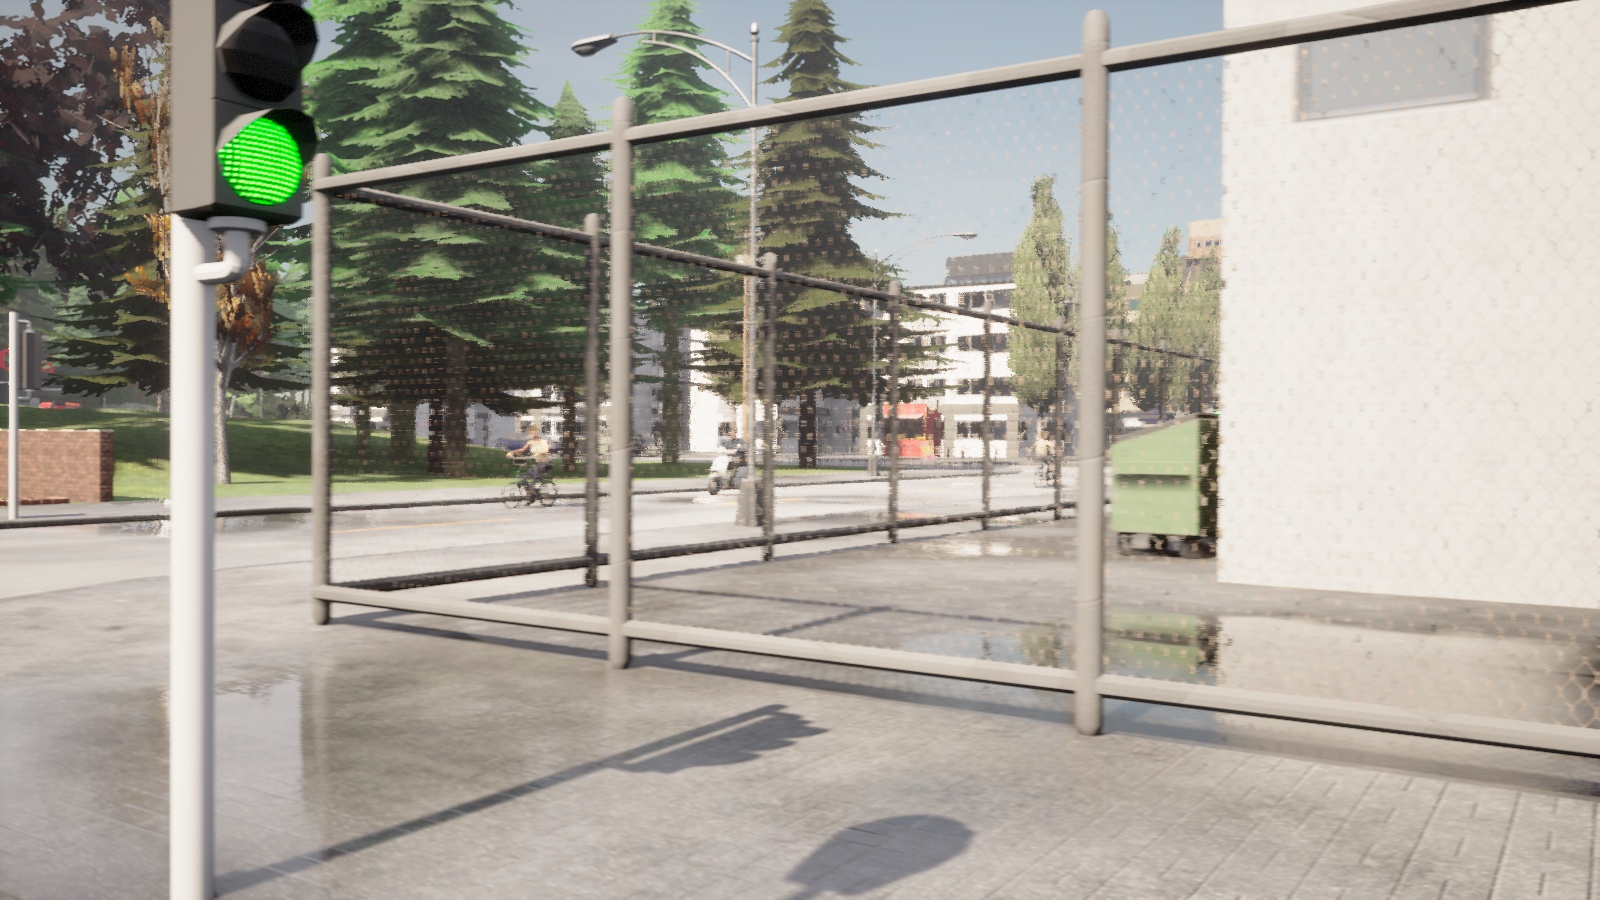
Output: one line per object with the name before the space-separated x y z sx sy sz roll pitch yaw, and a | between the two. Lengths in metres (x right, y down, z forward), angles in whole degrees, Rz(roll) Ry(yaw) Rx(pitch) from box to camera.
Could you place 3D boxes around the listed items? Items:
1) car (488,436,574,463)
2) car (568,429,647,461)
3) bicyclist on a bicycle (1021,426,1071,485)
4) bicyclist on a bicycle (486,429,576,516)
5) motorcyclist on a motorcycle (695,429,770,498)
car | -15.777 -0.038 73.699 4.792 1.488 2.163 0 1 33
car | -11.632 -0.292 75.761 4.605 1.855 1.932 0 1 33
bicyclist on a bicycle | 6.991 0.141 35.622 0.866 1.612 1.509 0 1 33
bicyclist on a bicycle | -5.197 0.414 24.325 0.866 1.612 1.509 0 1 33
motorcyclist on a motorcycle | -1.596 0.321 29.809 0.866 1.590 1.817 0 0 33
